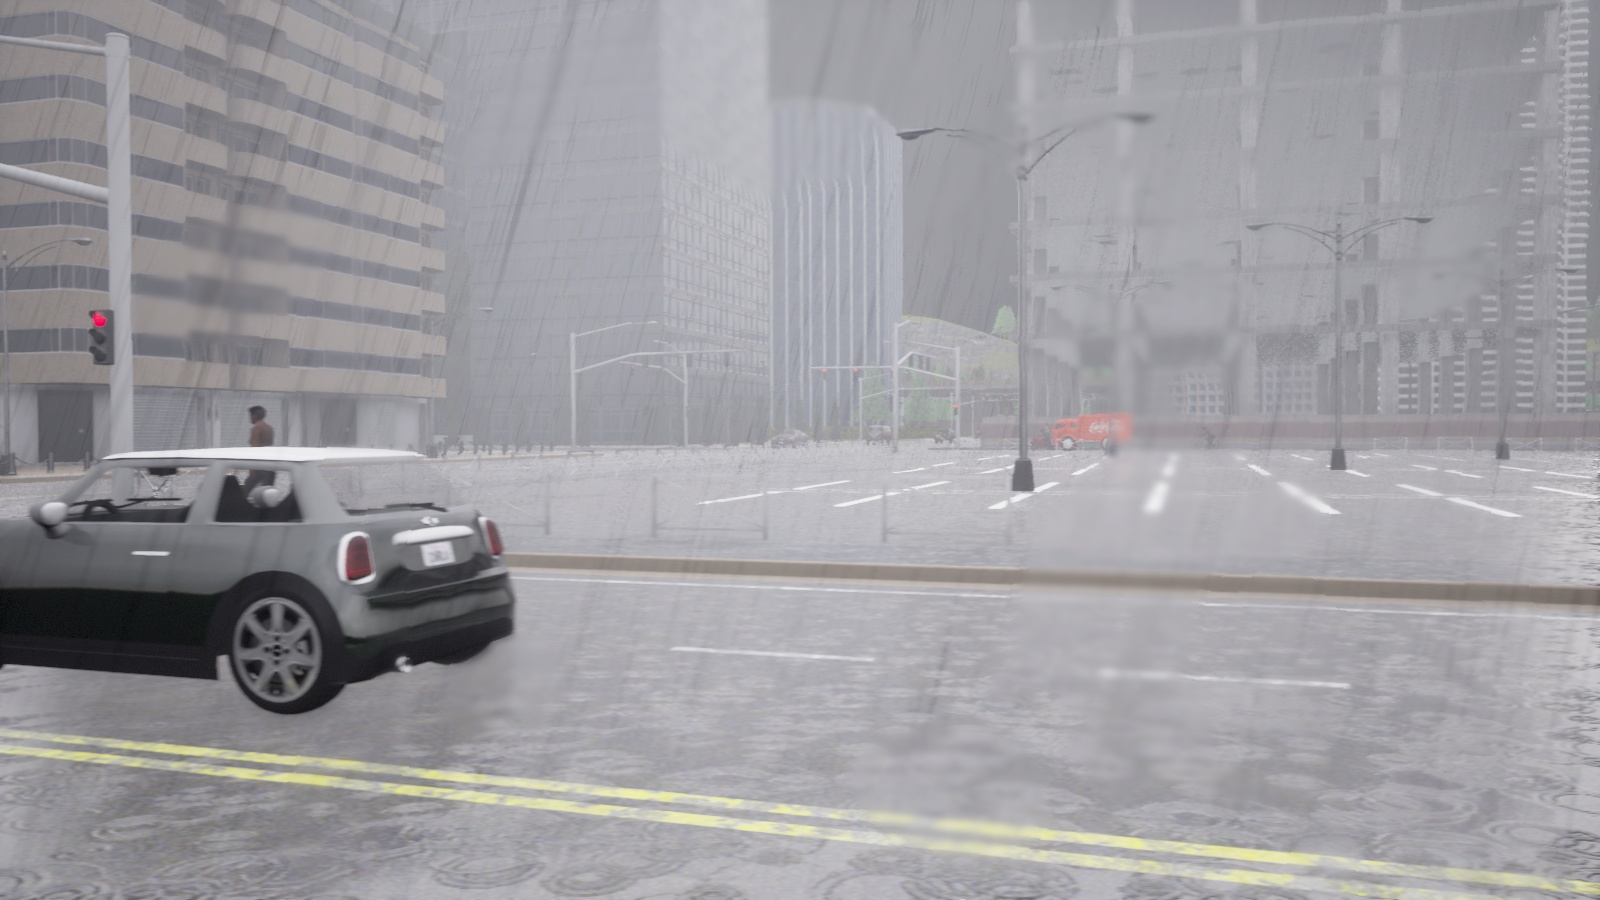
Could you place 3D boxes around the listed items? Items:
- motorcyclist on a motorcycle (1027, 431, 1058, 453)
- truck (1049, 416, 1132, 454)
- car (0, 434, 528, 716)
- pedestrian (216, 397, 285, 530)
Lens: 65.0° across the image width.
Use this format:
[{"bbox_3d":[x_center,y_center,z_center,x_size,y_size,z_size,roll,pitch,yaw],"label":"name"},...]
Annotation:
[{"bbox_3d":[17.032,-0.595,88.118,2.044,1.523,0.797,0,1,17],"label":"motorcyclist on a motorcycle"},{"bbox_3d":[19.373,-0.985,83.748,5.204,2.467,2.627,0,1,17],"label":"truck"},{"bbox_3d":[-3.968,0.646,8.205,3.806,1.475,1.970,1,1,19],"label":"car"},{"bbox_3d":[-7.621,0.177,17.412,0.869,1.805,0.328,0,1,17],"label":"pedestrian"}]
